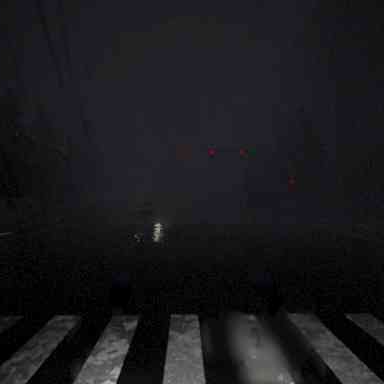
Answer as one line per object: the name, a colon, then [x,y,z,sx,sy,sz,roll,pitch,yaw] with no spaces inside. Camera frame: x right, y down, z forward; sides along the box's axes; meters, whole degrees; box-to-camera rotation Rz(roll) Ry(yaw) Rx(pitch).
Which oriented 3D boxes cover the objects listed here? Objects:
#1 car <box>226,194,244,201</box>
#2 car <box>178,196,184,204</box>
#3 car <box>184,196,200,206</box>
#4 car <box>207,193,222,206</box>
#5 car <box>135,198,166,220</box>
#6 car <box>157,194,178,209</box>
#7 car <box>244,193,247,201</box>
car: [10.161,1.563,81.983,1.812,1.442,4.674,0,0,44]
car: [-2.336,1.579,65.559,2.033,1.411,5.357,0,0,13]
car: [0.214,1.378,54.673,2.097,1.767,4.553,0,0,2]
car: [3.673,1.247,54.162,2.150,2.045,5.566,0,0,1]
car: [-3.581,1.503,28.344,1.882,1.535,5.008,0,0,0]
car: [-3.549,1.244,45.885,2.150,2.045,5.566,0,0,0]
car: [14.638,1.264,81.562,5.566,2.045,2.150,0,0,-43]
